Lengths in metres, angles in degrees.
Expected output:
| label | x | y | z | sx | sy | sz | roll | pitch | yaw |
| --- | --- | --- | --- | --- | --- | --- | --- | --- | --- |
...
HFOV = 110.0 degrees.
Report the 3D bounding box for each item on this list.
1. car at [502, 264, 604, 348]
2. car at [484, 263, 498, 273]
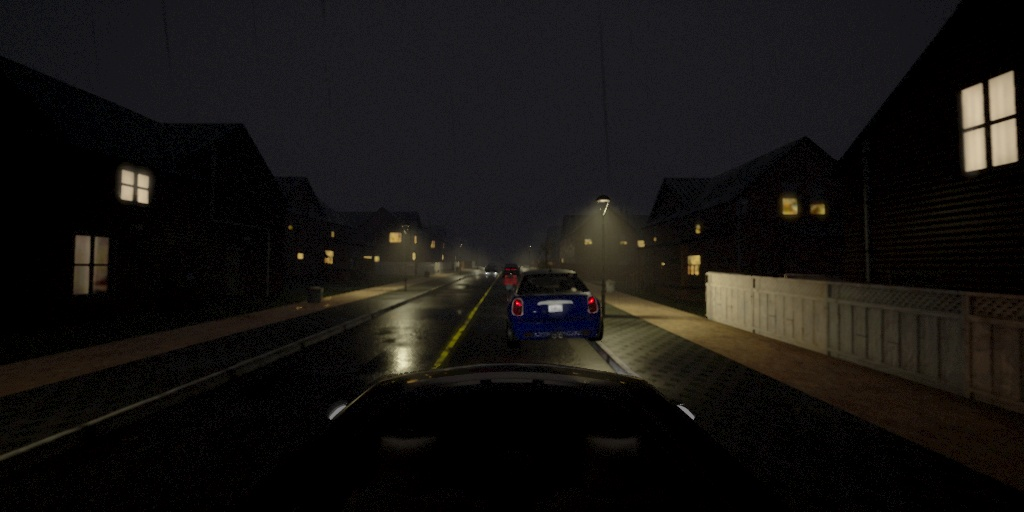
| label | x | y | z | sx | sy | sz | roll | pitch | yaw |
| --- | --- | --- | --- | --- | --- | --- | --- | --- | --- |
| car | 0.895 | 1.132 | 9.582 | 2.097 | 1.767 | 4.553 | -2 | -1 | 0 |
| car | -2.992 | 1.747 | 53.018 | 2.033 | 1.411 | 5.357 | 0 | -1 | 0 |
